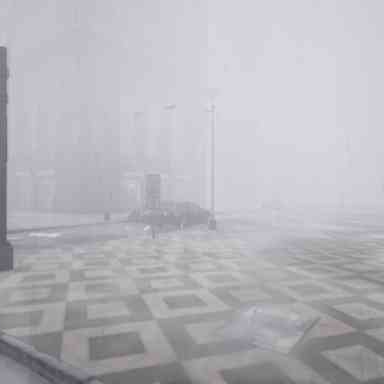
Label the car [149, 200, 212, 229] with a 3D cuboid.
[{"bbox_3d":[-0.427,1.444,22.583,2.097,1.767,4.553,0,0,36],"label":"car"}]

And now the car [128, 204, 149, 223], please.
[{"bbox_3d":[-2.632,1.425,24.966,2.097,1.767,4.553,0,0,36],"label":"car"}]

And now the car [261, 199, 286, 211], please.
[{"bbox_3d":[10.749,1.685,43.595,1.837,1.490,4.892,0,0,36],"label":"car"}]
